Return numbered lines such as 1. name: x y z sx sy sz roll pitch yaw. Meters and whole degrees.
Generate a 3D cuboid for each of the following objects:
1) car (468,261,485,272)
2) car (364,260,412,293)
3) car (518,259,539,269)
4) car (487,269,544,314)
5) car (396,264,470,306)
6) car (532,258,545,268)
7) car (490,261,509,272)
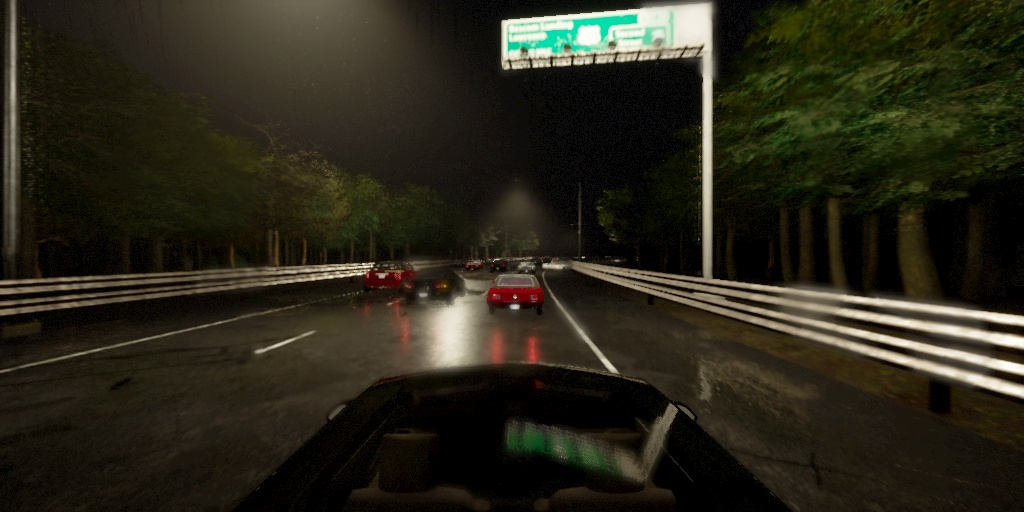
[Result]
1. car: -4.732 1.332 46.827 1.895 1.301 4.718 0 0 6
2. car: -6.501 1.074 20.301 2.097 1.767 4.553 1 0 2
3. car: 1.758 1.346 40.839 1.895 1.301 4.718 0 0 5
4. car: 0.168 1.351 13.763 1.895 1.301 4.718 0 0 2
5. car: -3.205 1.268 15.582 1.812 1.442 4.674 0 0 2
6. car: 4.194 1.094 62.165 2.097 1.767 4.553 0 0 8
7. car: -1.438 1.264 43.508 1.812 1.442 4.674 0 0 6
